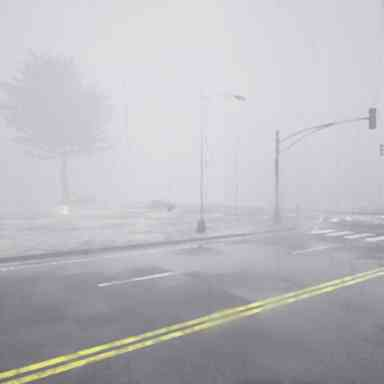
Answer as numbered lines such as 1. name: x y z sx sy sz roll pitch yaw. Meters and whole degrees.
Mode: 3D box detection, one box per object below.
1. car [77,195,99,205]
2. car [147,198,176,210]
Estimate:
1. car: -17.718 1.267 56.450 2.097 1.767 4.553 1 0 -44
2. car: -3.756 1.474 40.786 1.994 1.385 4.181 1 0 -40
